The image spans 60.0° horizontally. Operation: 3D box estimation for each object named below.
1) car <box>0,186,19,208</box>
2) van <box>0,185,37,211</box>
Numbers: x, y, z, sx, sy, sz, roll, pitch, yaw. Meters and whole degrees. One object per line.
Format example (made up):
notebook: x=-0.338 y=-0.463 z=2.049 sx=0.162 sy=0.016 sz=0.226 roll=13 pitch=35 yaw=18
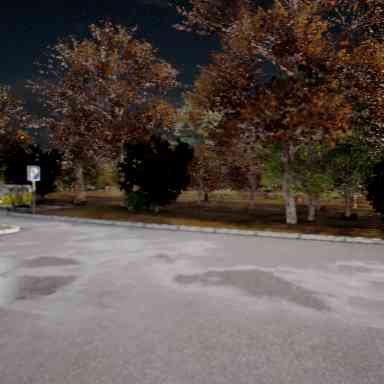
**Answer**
car: x=-17.042 y=0.413 z=27.966 sx=2.185 sy=1.767 sz=4.553 roll=1 pitch=1 yaw=7
van: x=-14.390 y=0.402 z=26.573 sx=1.878 sy=1.987 sz=4.442 roll=2 pitch=1 yaw=6
